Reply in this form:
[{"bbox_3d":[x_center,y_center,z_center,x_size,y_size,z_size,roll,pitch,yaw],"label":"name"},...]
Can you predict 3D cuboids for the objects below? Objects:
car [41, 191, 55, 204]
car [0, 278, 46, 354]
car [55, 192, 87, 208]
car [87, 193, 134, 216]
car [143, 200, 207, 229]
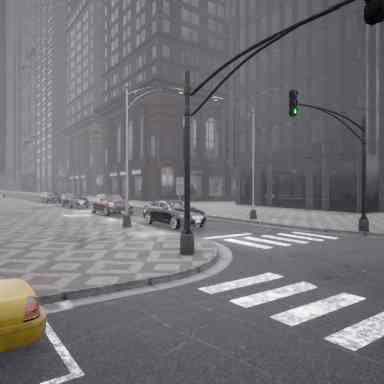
[{"bbox_3d":[-18.326,0.688,43.248,1.837,1.490,4.892,0,1,-35],"label":"car"},{"bbox_3d":[-4.259,1.525,3.614,4.829,1.417,1.752,0,0,-35],"label":"car"},{"bbox_3d":[-12.316,0.853,34.828,2.128,1.511,4.902,0,1,-36],"label":"car"},{"bbox_3d":[-6.435,0.895,26.638,2.097,1.767,4.553,0,1,-35],"label":"car"},{"bbox_3d":[-1.104,1.205,19.218,2.128,1.511,4.902,0,1,-36],"label":"car"}]
